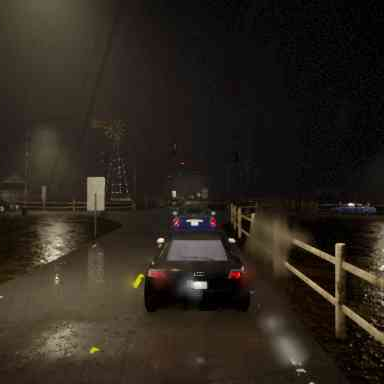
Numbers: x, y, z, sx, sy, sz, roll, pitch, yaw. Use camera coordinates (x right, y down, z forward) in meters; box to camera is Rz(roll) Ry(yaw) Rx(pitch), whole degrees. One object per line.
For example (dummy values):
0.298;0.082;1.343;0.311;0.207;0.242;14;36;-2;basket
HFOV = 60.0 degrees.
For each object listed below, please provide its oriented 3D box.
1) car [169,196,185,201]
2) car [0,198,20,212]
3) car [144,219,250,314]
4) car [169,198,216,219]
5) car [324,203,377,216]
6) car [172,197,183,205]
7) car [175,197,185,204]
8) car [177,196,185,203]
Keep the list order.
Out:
-2.796;1.680;55.433;2.128;1.511;4.902;0;0;0;car
-20.281;1.291;34.043;4.892;1.490;1.837;1;-2;0;car
0.104;1.573;7.714;1.994;1.385;4.181;0;0;0;car
0.109;1.380;16.357;2.097;1.767;4.553;0;0;0;car
17.879;1.950;37.640;5.357;1.411;2.033;1;-2;0;car
-2.736;1.730;65.237;1.882;1.535;5.008;0;0;1;car
-2.685;1.878;75.188;1.994;1.385;4.181;0;0;0;car
-2.673;1.881;85.318;1.882;1.535;5.008;0;0;0;car
